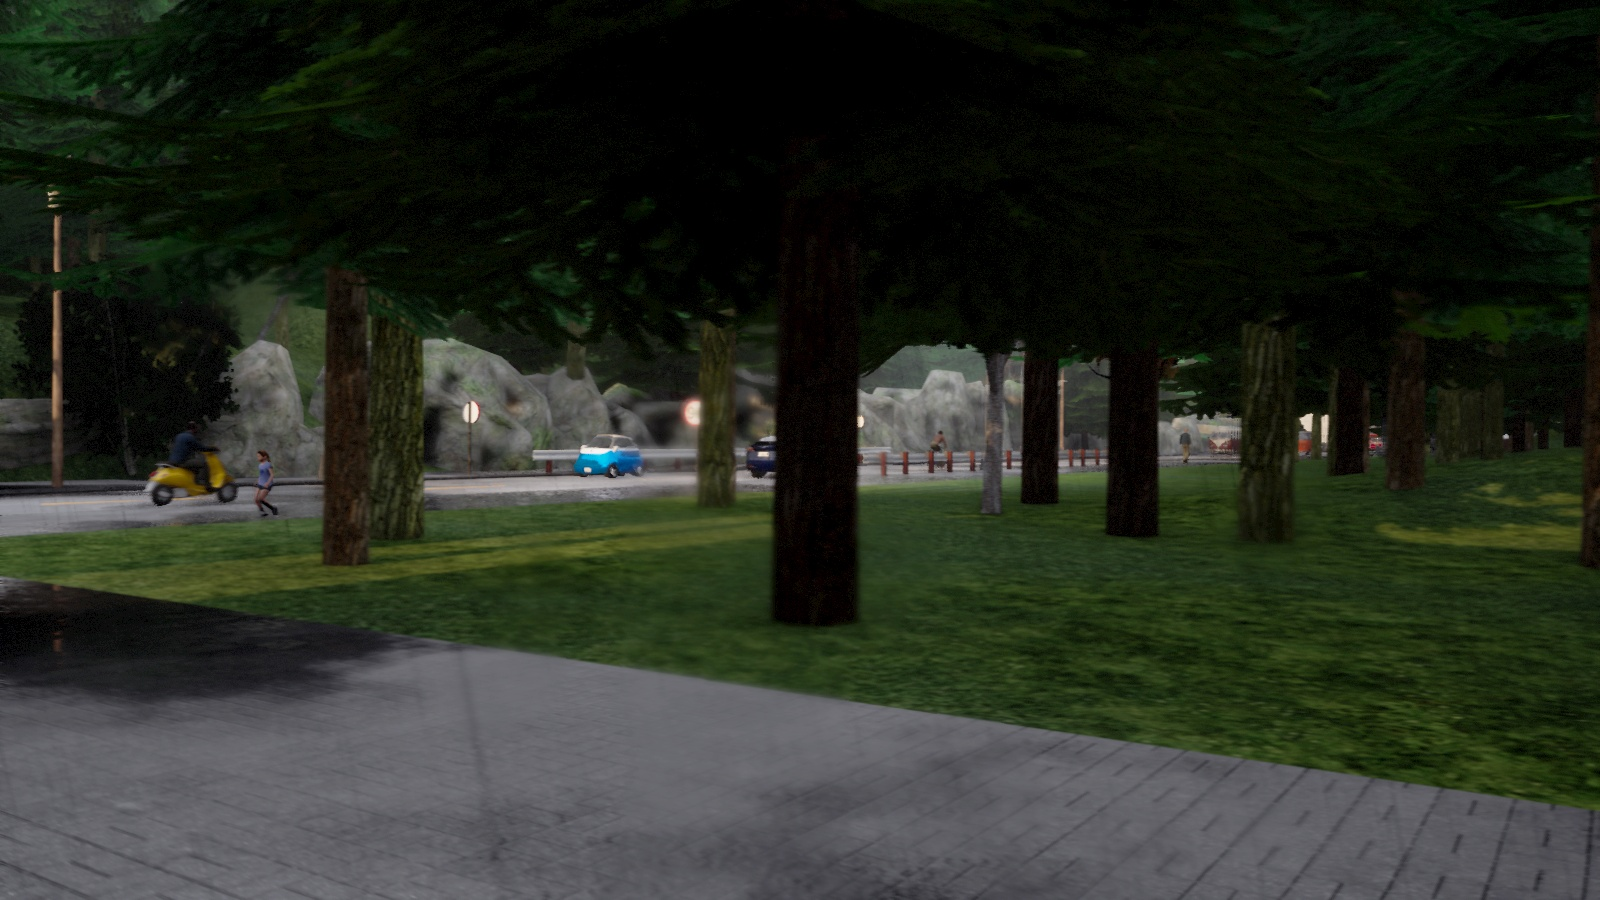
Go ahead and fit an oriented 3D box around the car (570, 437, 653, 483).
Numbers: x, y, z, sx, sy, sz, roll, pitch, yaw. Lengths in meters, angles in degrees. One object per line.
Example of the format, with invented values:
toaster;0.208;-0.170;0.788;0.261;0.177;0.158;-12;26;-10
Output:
car;-5.943;0.299;39.664;1.481;1.376;2.207;0;1;33

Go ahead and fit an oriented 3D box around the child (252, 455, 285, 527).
child;-8.274;0.629;19.554;0.255;1.110;0.394;0;1;33

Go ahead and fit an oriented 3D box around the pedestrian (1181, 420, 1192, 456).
pedestrian;20.251;-0.640;65.792;0.402;1.842;0.726;0;1;33

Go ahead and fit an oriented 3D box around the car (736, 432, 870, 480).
car;0.166;0.161;41.683;2.163;1.488;4.792;0;1;33

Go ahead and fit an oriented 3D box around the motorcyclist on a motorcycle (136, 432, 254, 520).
motorcyclist on a motorcycle;-11.474;0.463;23.885;0.866;1.590;1.817;0;1;32
